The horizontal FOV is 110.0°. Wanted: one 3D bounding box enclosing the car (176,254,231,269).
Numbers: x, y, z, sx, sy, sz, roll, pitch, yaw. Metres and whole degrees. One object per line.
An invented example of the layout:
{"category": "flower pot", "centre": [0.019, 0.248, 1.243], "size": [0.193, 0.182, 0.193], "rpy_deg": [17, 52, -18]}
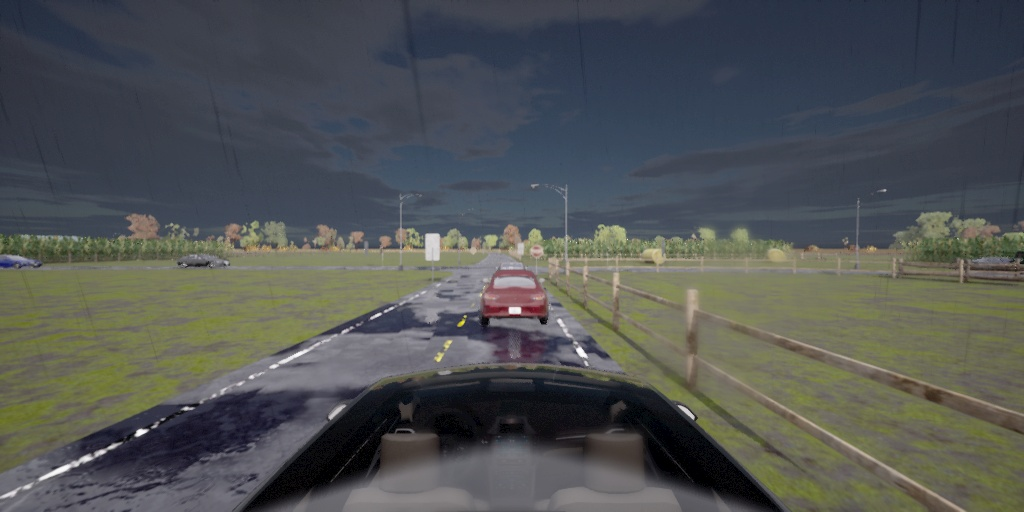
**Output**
{"category": "car", "centre": [-33.123, 0.585, 38.590], "size": [4.902, 1.511, 2.128], "rpy_deg": [0, 1, -1]}

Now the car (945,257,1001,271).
{"category": "car", "centre": [42.373, 0.799, 31.670], "size": [5.357, 1.411, 2.033], "rpy_deg": [0, 1, 16]}

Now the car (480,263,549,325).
{"category": "car", "centre": [0.057, 1.114, 11.005], "size": [1.812, 1.442, 4.674], "rpy_deg": [0, 1, 0]}

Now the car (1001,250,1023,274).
{"category": "car", "centre": [43.711, 0.553, 28.331], "size": [5.566, 2.045, 2.150], "rpy_deg": [0, 1, 17]}
